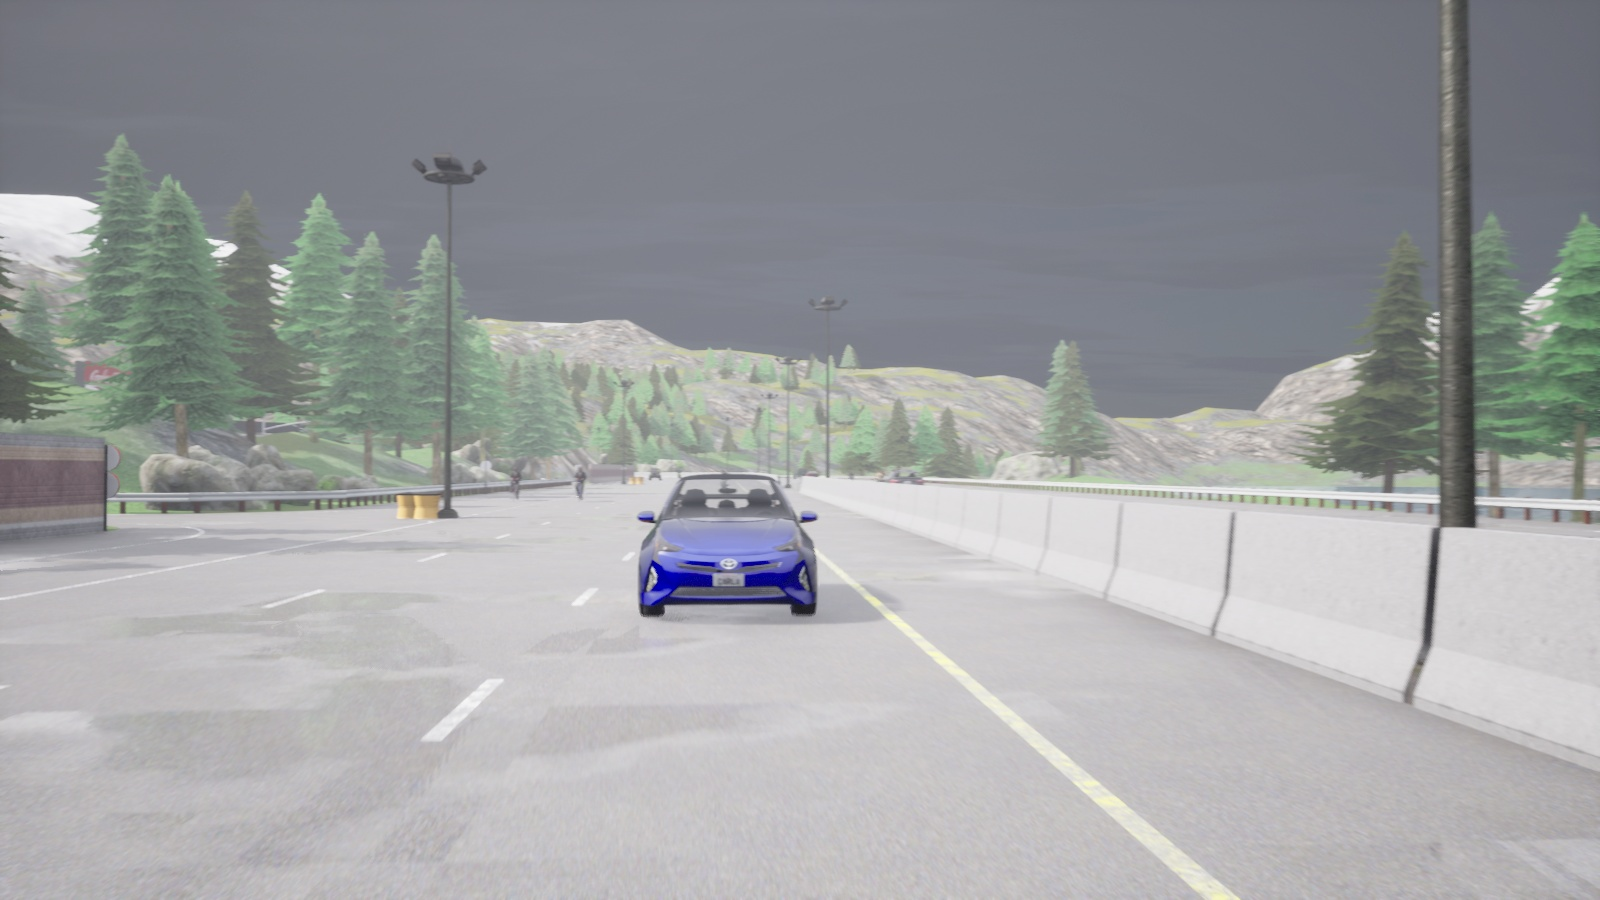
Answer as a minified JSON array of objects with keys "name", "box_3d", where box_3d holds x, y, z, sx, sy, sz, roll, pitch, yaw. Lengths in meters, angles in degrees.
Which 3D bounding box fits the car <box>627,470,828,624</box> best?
[{"name":"car","box_3d":[-0.873,1.015,14.899,2.007,1.525,4.514,0,-1,-4]}]

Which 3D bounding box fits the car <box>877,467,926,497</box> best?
[{"name":"car","box_3d":[5.908,1.840,73.693,2.242,1.667,4.611,0,-1,-4]}]
